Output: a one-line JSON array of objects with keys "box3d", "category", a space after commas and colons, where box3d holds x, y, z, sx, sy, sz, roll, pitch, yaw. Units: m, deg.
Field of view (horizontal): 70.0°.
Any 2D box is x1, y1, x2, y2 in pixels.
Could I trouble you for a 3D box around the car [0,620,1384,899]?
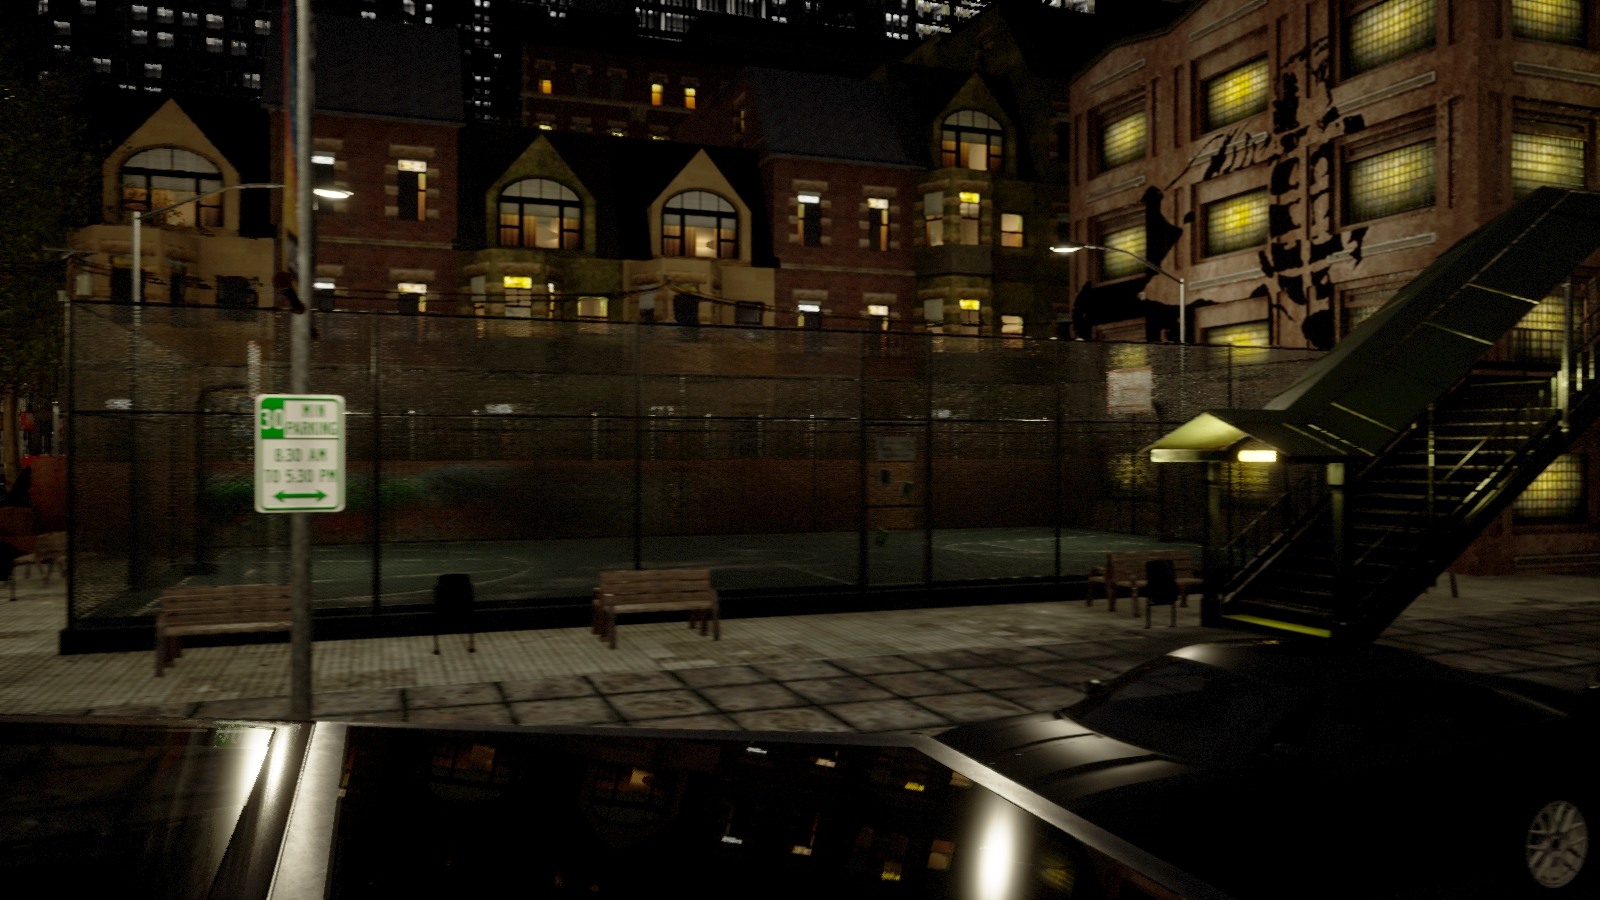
[{"box3d": [-2.086, 1.753, 2.536, 6.274, 2.098, 2.390, 0, 0, -20], "category": "car"}]
